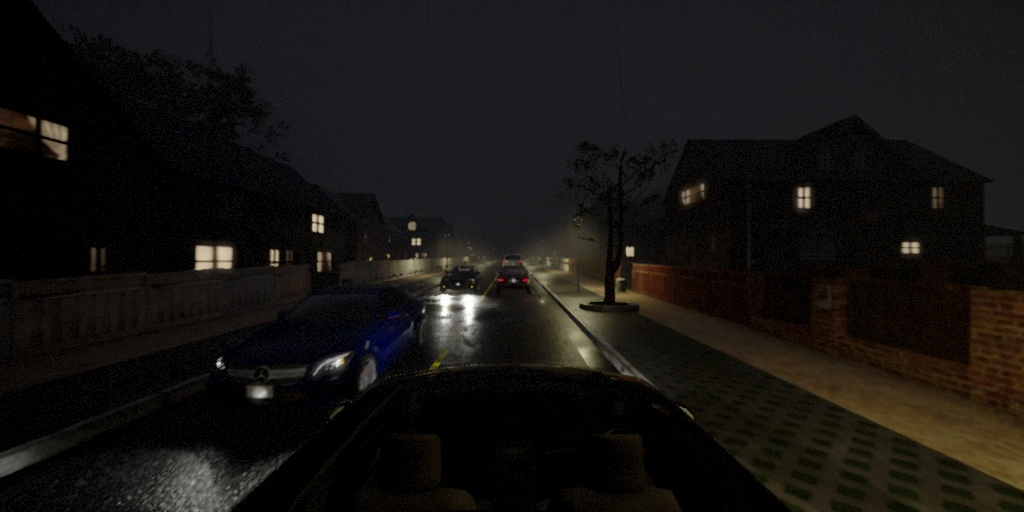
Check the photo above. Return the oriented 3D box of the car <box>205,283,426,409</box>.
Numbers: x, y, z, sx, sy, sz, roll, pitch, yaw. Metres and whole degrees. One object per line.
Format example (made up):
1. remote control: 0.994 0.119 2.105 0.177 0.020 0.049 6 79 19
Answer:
1. car: -2.814 1.257 6.348 1.812 1.442 4.674 0 0 0

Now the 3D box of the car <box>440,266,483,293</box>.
1. car: -2.746 1.242 20.215 1.994 1.385 4.181 0 0 0

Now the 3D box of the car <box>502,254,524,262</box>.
1. car: 0.098 0.821 38.615 2.150 2.045 5.566 0 0 0

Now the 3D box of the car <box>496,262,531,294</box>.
1. car: 0.079 1.227 19.825 2.033 1.411 5.357 0 0 0
